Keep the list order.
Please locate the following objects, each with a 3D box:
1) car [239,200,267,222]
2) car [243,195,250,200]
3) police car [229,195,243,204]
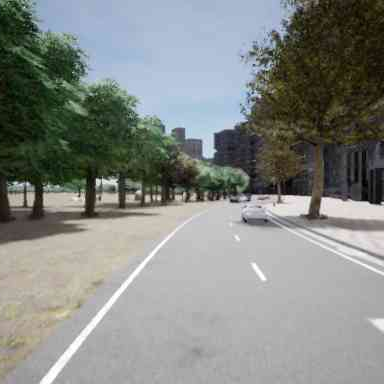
[{"bbox_3d":[5.097,1.673,27.494,1.812,1.442,4.674,0,0,6],"label":"car"},{"bbox_3d":[12.696,1.674,84.822,2.150,2.045,5.566,0,0,18],"label":"car"},{"bbox_3d":[9.755,1.819,75.374,1.930,1.638,5.238,0,0,16],"label":"police car"}]
